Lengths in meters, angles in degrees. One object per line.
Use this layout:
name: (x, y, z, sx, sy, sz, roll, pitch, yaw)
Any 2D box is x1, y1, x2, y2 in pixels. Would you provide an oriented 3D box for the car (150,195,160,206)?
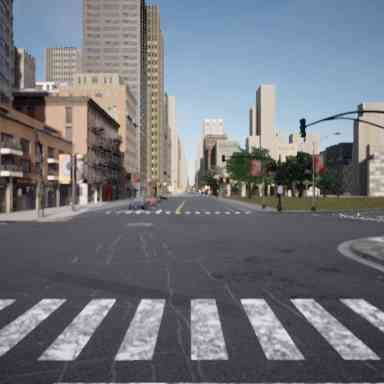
car: (-6.645, 1.281, 51.319, 2.097, 1.767, 4.553, 0, 0, 0)

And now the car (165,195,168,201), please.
car: (-6.560, 1.334, 75.906, 1.895, 1.301, 4.718, 0, 0, 0)

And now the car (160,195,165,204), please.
car: (-6.633, 1.473, 60.781, 1.994, 1.385, 4.181, 0, 0, 0)

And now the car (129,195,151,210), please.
car: (-6.663, 1.473, 41.615, 1.812, 1.442, 4.674, 0, 0, 0)
